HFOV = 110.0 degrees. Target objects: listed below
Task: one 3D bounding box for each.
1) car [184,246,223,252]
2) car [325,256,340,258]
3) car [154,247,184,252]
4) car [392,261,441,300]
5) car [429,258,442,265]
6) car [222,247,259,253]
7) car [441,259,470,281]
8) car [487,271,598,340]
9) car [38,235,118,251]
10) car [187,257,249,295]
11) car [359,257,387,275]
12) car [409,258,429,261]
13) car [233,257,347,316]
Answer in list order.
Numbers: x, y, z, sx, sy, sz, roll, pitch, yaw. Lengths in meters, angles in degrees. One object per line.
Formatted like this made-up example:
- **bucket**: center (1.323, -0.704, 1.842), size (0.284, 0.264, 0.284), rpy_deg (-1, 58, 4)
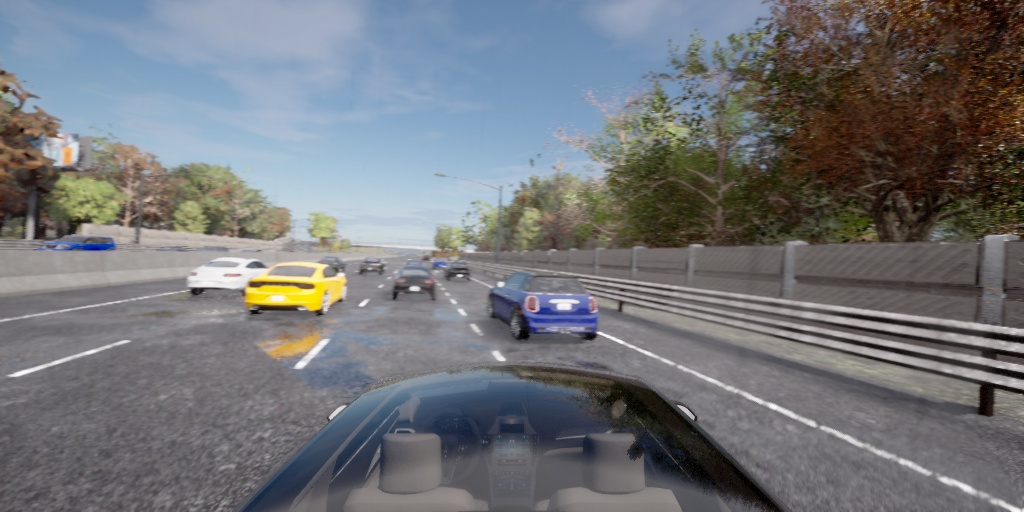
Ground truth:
- **car**: center (-32.433, -0.321, 38.673), size (2.097, 1.767, 4.553), rpy_deg (3, 0, -15)
- **car**: center (-15.799, 0.725, 31.482), size (1.994, 1.385, 4.181), rpy_deg (3, -1, -15)
- **car**: center (-35.894, -0.300, 38.049), size (1.994, 1.385, 4.181), rpy_deg (3, -1, -15)
- **car**: center (-4.556, 1.162, 16.847), size (1.812, 1.442, 4.674), rpy_deg (3, -1, -15)
- **car**: center (-10.088, 1.120, 49.993), size (1.882, 1.535, 5.008), rpy_deg (3, -1, -15)
- **car**: center (-29.019, 0.067, 39.376), size (2.033, 1.411, 5.357), rpy_deg (3, -1, -15)
- **car**: center (-4.652, 1.256, 30.075), size (1.837, 1.490, 4.892), rpy_deg (3, -1, -15)
- **car**: center (0.681, 1.214, 10.584), size (2.097, 1.767, 4.553), rpy_deg (3, -1, -15)
- **car**: center (-37.693, -0.802, 31.404), size (2.150, 2.045, 5.566), rpy_deg (3, -1, -15)
- **car**: center (-11.240, 0.782, 14.797), size (1.812, 1.442, 4.674), rpy_deg (3, -1, -15)
- **car**: center (-12.230, 0.847, 31.694), size (2.128, 1.511, 4.902), rpy_deg (3, -1, -15)
- **car**: center (-9.070, 1.106, 33.372), size (1.994, 1.385, 4.181), rpy_deg (3, -1, -15)
- **car**: center (-6.798, 0.948, 11.812), size (1.882, 1.535, 5.008), rpy_deg (3, -1, -15)
